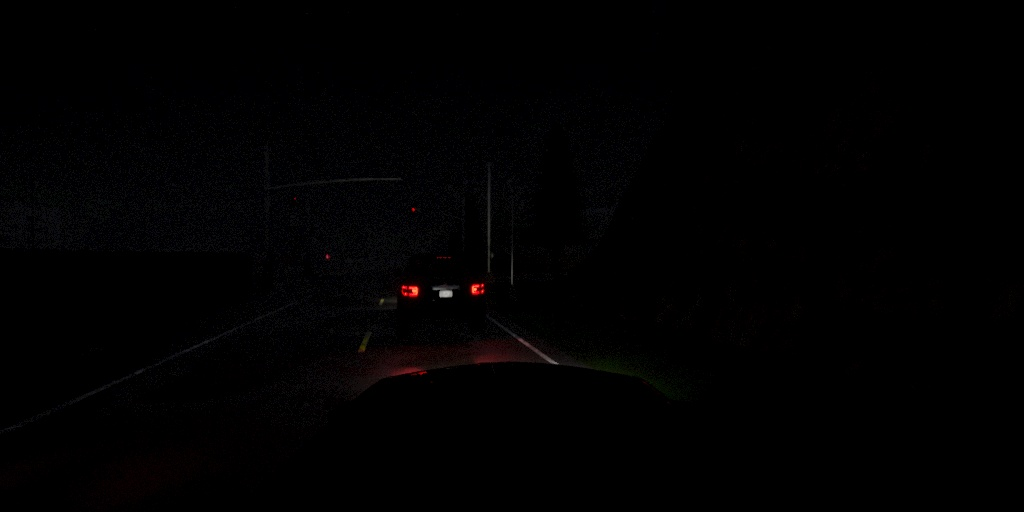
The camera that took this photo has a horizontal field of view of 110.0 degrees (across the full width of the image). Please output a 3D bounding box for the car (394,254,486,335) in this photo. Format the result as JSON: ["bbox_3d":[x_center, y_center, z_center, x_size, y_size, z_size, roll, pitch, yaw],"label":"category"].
[{"bbox_3d":[-2.278,0.960,10.763,2.150,2.045,5.566,0,0,-17],"label":"car"}]
